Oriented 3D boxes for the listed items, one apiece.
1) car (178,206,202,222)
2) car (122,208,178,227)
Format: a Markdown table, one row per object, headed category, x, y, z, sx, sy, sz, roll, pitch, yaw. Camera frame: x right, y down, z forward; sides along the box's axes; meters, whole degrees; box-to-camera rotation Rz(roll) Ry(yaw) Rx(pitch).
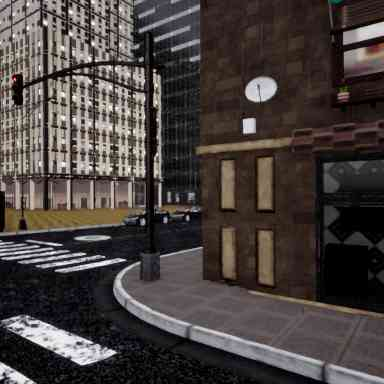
| category | x | y | z | sx | sy | sz | roll | pitch | yaw |
| --- | --- | --- | --- | --- | --- | --- | --- | --- | --- |
| car | -0.272 | 1.975 | 30.474 | 2.008 | 1.369 | 4.403 | -2 | -2 | 35 |
| car | -3.481 | 1.893 | 25.922 | 2.008 | 1.369 | 4.403 | -2 | -2 | 35 |
